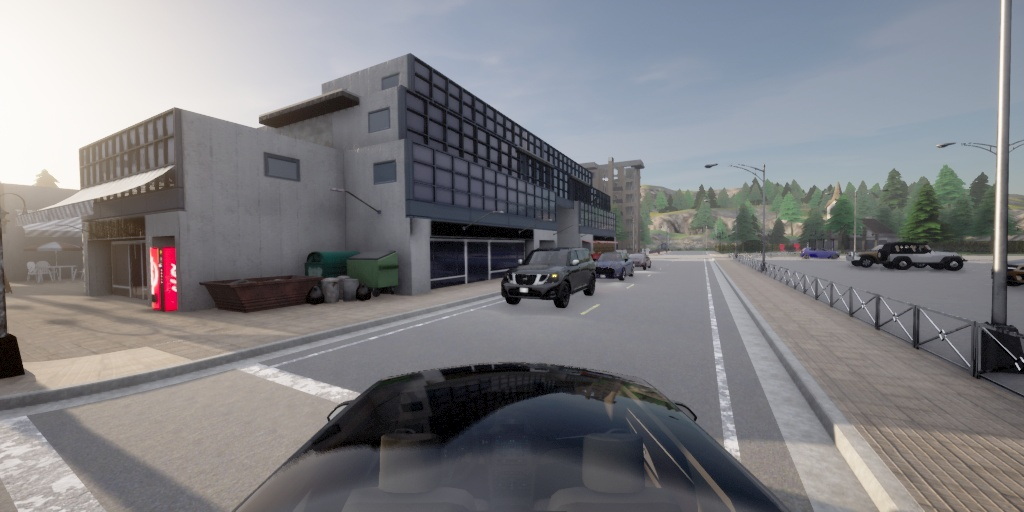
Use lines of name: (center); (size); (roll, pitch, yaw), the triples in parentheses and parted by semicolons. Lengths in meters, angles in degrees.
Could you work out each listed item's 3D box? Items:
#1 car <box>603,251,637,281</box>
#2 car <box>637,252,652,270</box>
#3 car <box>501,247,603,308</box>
car: (6.300, 0.530, 22.677); (2.097, 1.767, 4.553); (0, 2, 28)
car: (11.114, 0.418, 31.706); (1.812, 1.442, 4.674); (0, 2, 28)
car: (1.676, 0.674, 13.996); (2.150, 2.045, 5.566); (0, 2, 28)
